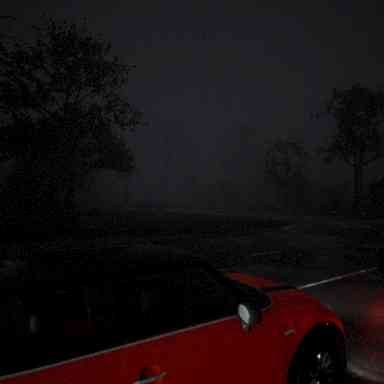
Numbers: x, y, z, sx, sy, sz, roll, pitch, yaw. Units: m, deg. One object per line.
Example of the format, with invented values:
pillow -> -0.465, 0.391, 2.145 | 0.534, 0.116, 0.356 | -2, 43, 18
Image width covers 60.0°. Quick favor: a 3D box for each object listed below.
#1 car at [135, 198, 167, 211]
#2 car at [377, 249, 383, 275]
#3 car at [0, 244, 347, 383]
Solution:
car -> -5.114, 1.548, 41.194 | 4.902, 1.511, 2.128 | -1, 0, 44
car -> 6.789, 1.600, 8.550 | 4.718, 1.301, 1.895 | 0, 0, -36
car -> -0.418, 1.352, 3.421 | 4.553, 1.767, 2.097 | 0, 0, -35
